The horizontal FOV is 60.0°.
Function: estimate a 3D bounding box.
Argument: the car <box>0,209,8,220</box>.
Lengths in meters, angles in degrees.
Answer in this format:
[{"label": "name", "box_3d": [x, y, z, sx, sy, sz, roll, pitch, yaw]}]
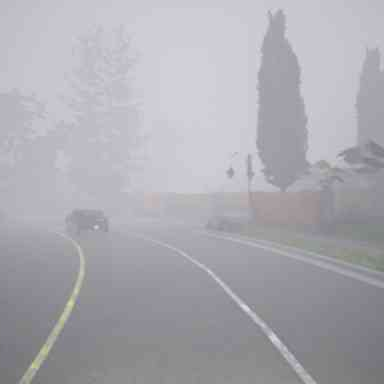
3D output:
[{"label": "car", "box_3d": [-20.922, 2.199, 34.198, 4.181, 1.385, 1.994, -1, -1, 31]}]

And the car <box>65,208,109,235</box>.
[{"label": "car", "box_3d": [-6.644, 1.758, 20.803, 1.837, 1.490, 4.892, 0, -1, -31]}]
